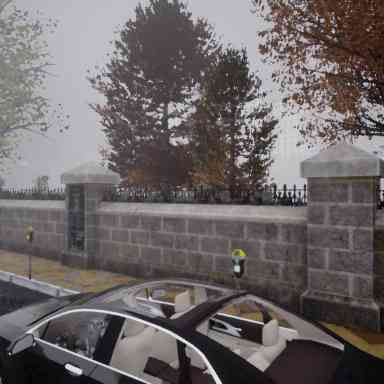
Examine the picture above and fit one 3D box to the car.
[{"bbox_3d":[-0.428,1.551,3.183,4.403,1.369,2.008,0,0,36],"label":"car"}]
